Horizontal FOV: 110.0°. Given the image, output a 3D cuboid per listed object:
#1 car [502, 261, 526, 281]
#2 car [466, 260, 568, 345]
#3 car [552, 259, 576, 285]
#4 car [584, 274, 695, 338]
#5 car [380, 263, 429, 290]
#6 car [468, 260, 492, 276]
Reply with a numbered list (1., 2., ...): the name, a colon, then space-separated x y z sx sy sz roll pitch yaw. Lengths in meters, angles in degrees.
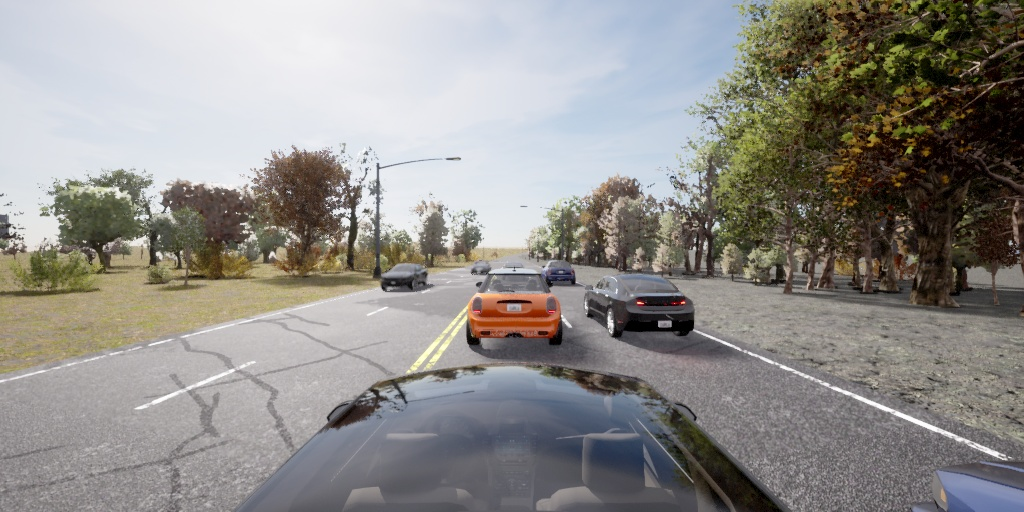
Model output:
1. car: 0.127 1.225 30.992 1.882 1.535 5.008 0 0 -1
2. car: 0.066 1.101 9.639 2.097 1.767 4.553 0 0 0
3. car: 3.329 1.092 26.442 2.097 1.767 4.553 -1 0 0
4. car: 3.319 1.246 10.211 1.837 1.490 4.892 -1 0 0
5. car: -6.583 1.225 22.396 1.882 1.535 5.008 0 0 0
6. car: -3.300 1.238 38.428 2.128 1.511 4.902 0 0 0
